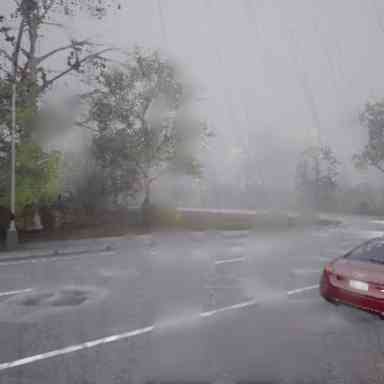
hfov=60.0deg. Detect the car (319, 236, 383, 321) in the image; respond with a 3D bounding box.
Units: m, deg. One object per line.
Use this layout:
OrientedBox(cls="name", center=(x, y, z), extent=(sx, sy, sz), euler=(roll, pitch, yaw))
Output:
OrientedBox(cls="car", center=(4.612, 1.627, 6.979), extent=(4.181, 1.385, 1.994), euler=(0, 0, -34))
